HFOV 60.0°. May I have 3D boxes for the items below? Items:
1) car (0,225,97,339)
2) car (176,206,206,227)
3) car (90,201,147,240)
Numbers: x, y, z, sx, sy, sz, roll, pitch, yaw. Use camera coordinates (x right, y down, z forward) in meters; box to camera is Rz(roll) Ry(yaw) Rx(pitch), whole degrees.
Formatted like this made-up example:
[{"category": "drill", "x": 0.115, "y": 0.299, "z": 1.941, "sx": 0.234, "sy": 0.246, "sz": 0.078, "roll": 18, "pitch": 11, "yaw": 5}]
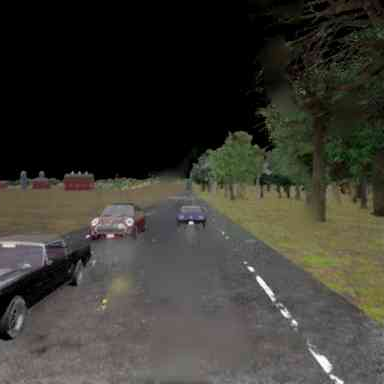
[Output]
[{"category": "car", "x": -3.612, "y": 1.612, "z": 6.699, "sx": 1.895, "sy": 1.301, "sz": 4.718, "roll": 0, "pitch": 0, "yaw": 0}, {"category": "car", "x": -0.059, "y": 1.591, "z": 22.713, "sx": 1.895, "sy": 1.301, "sz": 4.718, "roll": 0, "pitch": 0, "yaw": 0}, {"category": "car", "x": -3.625, "y": 1.357, "z": 17.014, "sx": 2.097, "sy": 1.767, "sz": 4.553, "roll": 0, "pitch": 0, "yaw": 0}]
